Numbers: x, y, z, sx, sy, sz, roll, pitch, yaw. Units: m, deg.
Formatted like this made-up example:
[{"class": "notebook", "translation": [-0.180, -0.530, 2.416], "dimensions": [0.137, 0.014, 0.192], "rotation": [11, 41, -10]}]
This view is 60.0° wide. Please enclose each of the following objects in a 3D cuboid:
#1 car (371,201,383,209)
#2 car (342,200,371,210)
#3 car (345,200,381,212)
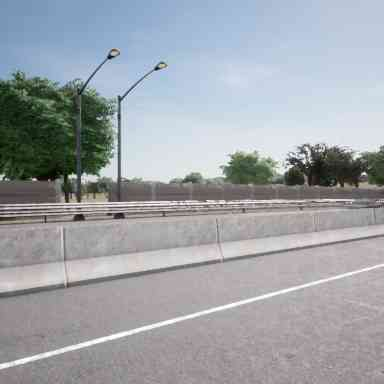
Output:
[{"class": "car", "translation": [18.857, 1.543, 30.378], "dimensions": [4.902, 1.511, 2.128], "rotation": [0, 0, -36]}, {"class": "car", "translation": [17.036, 1.557, 33.379], "dimensions": [4.892, 1.490, 1.837], "rotation": [0, 0, -36]}, {"class": "car", "translation": [20.823, 1.694, 40.383], "dimensions": [4.718, 1.301, 1.895], "rotation": [0, 0, -36]}]
